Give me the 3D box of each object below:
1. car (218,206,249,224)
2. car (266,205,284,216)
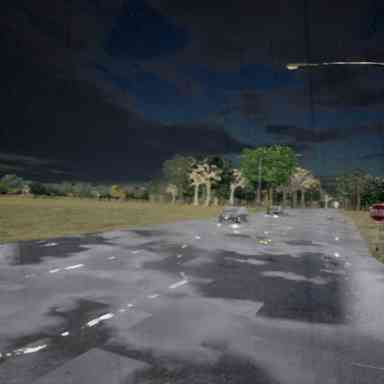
[{"bbox_3d":[3.923,2.047,30.766,1.837,1.490,4.892,3,0,24],"label":"car"},{"bbox_3d":[12.514,2.712,49.673,2.033,1.411,5.357,3,-1,25],"label":"car"}]
